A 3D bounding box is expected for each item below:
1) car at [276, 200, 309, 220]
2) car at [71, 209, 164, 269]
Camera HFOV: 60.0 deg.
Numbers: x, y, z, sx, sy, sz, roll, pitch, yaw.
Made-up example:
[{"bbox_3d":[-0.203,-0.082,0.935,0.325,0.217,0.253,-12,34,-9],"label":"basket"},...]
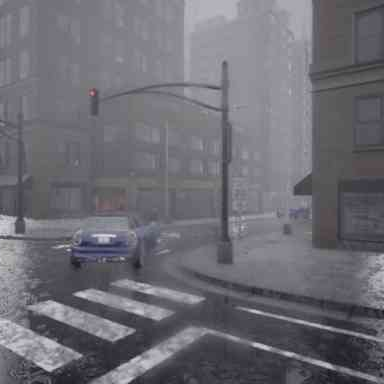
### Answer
[{"bbox_3d":[11.249,1.961,36.901,2.150,2.045,5.566,0,-1,36],"label":"car"},{"bbox_3d":[-2.386,1.462,11.636,2.097,1.767,4.553,0,-2,4],"label":"car"}]
